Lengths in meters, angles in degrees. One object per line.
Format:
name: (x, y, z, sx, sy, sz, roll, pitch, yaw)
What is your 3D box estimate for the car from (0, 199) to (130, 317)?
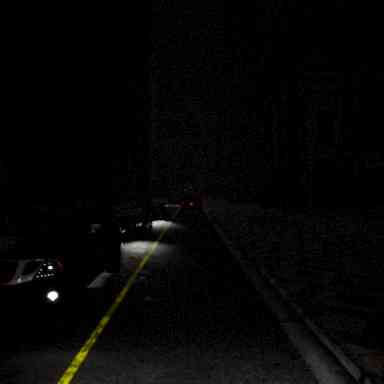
car: (-3.135, 1.222, 7.829, 2.150, 2.045, 5.566, 0, 0, 0)

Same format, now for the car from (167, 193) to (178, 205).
car: (-3.349, 1.275, 60.586, 2.150, 2.045, 5.566, 0, 0, 0)

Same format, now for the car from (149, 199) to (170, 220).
car: (-3.194, 1.567, 27.831, 1.994, 1.385, 4.181, 0, 0, 0)

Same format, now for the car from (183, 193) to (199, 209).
car: (-0.142, 1.235, 46.647, 2.150, 2.045, 5.566, 0, 0, 0)

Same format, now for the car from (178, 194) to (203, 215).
car: (-0.073, 1.223, 33.999, 2.150, 2.045, 5.566, 0, 0, -1)

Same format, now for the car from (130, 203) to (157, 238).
car: (-3.179, 1.526, 17.803, 1.812, 1.442, 4.674, 0, 0, 0)
